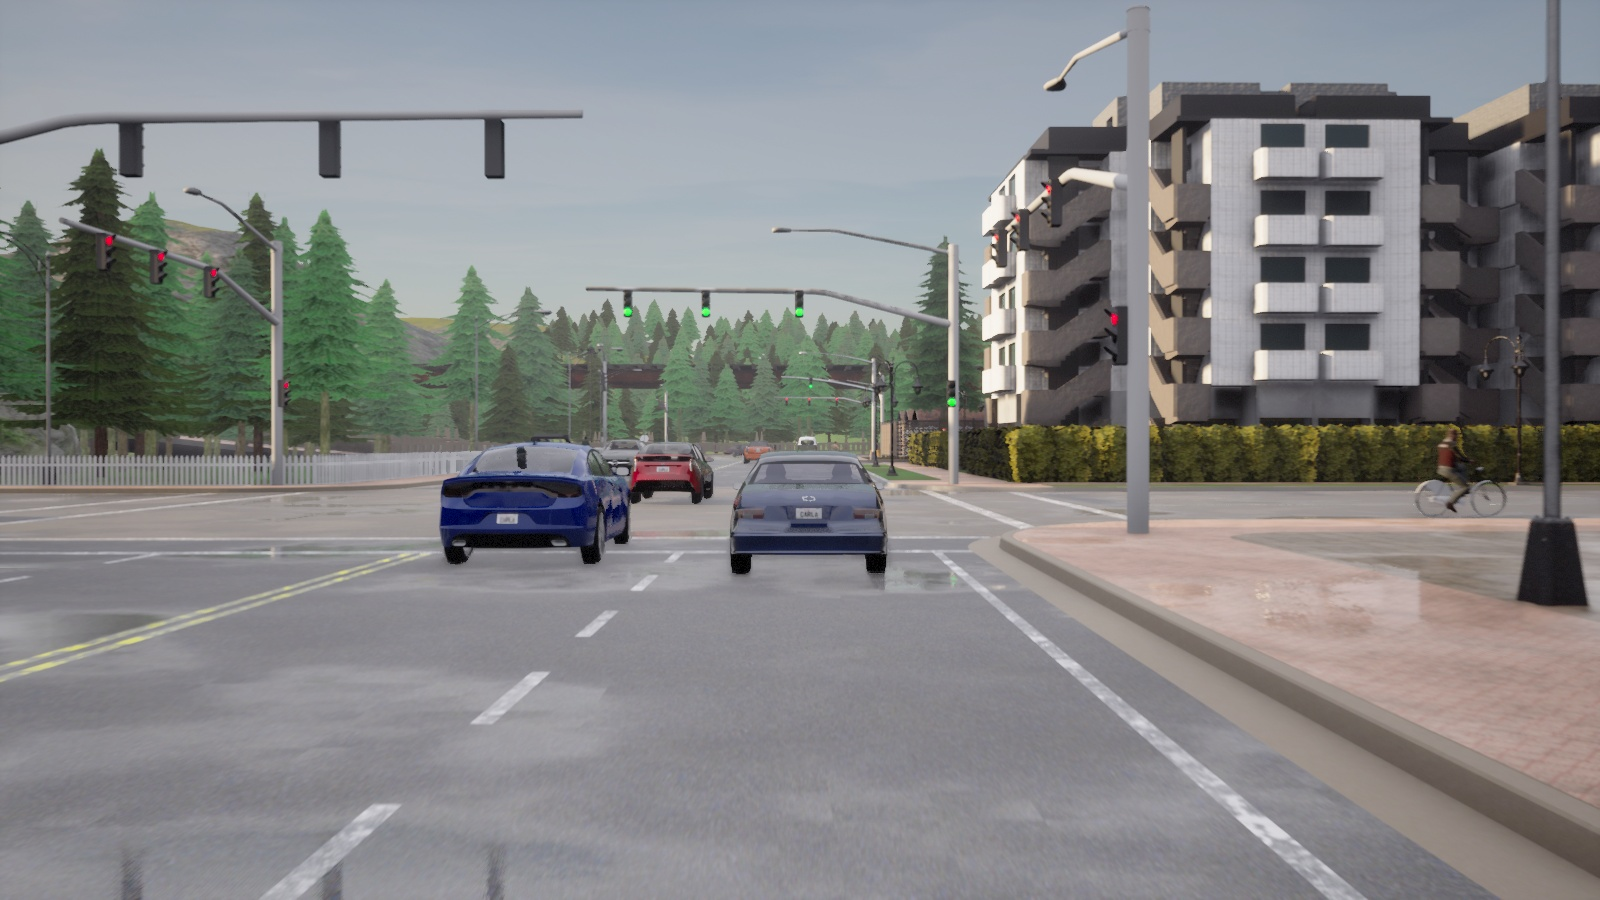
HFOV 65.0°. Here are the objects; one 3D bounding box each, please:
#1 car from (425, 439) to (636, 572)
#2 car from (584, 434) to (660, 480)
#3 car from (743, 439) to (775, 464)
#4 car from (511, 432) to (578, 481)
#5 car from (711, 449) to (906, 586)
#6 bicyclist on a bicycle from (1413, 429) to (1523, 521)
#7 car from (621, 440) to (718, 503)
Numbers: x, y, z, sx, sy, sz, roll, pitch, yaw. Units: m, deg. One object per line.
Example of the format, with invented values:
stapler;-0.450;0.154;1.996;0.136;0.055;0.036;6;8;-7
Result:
car;-3.441;0.625;17.028;1.882;1.535;5.008;0;0;-1
car;-6.713;0.250;47.867;2.152;1.651;5.027;0;0;0
car;-2.964;0.086;91.746;2.097;1.767;4.553;0;0;0
car;-10.199;0.250;50.398;1.905;1.878;3.866;0;0;0
car;0.105;0.705;15.825;2.033;1.411;5.357;0;0;0
bicyclist on a bicycle;13.175;0.488;24.779;1.843;1.776;0.659;0;0;-3
car;-3.300;0.507;32.523;2.007;1.525;4.514;0;0;0
